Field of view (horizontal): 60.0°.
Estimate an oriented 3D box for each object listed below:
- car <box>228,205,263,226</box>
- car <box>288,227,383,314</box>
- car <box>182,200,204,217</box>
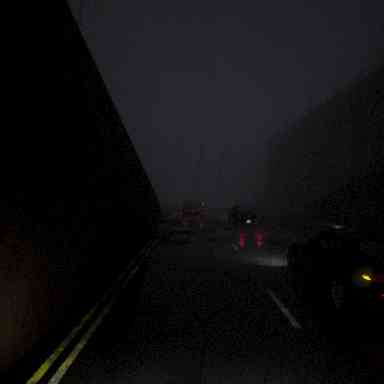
[{"bbox_3d":[3.601,1.587,23.304,1.895,1.301,4.718,0,0,0],"label":"car"},{"bbox_3d":[3.601,1.521,7.449,1.812,1.442,4.674,0,0,0],"label":"car"},{"bbox_3d":[0.101,1.459,31.024,1.882,1.535,5.008,0,0,0],"label":"car"}]
